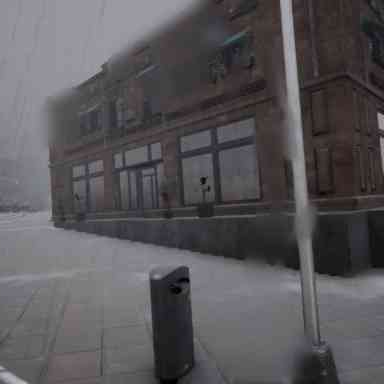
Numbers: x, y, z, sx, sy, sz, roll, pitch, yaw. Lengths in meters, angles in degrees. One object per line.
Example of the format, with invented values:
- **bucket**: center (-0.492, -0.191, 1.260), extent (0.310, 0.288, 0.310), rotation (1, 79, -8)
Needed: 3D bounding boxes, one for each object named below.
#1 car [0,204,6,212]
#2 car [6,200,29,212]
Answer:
- **car**: center (-33.357, 2.834, 54.021), extent (4.902, 1.511, 2.128), rotation (-4, -3, 21)
- **car**: center (-30.161, 2.470, 56.320), extent (5.566, 2.045, 2.150), rotation (-5, -3, 24)
